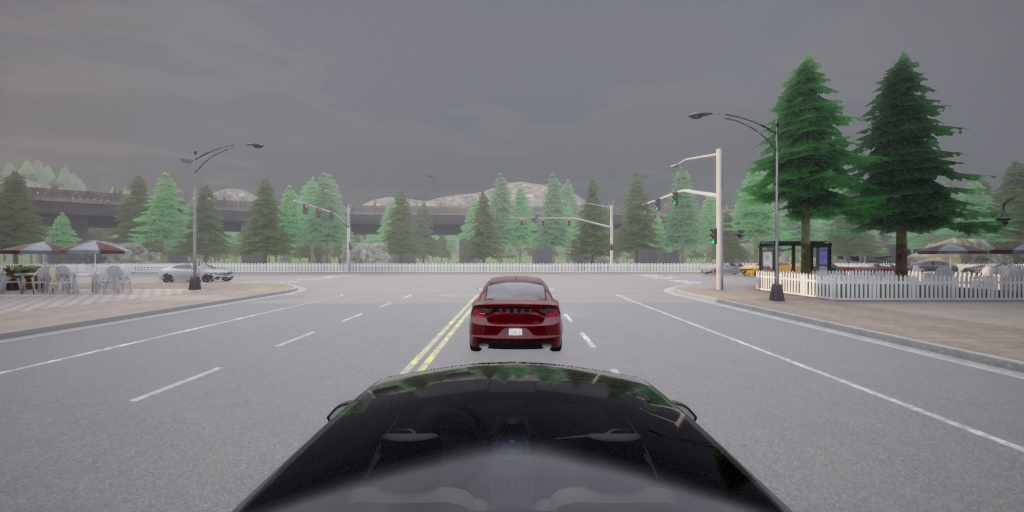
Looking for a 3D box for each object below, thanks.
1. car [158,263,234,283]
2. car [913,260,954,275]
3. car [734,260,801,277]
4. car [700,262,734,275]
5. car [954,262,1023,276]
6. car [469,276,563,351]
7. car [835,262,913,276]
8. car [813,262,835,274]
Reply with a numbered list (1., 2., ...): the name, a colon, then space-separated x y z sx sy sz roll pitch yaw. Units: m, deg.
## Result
1. car: -23.069 1.219 26.244 4.674 1.442 1.812 0 0 0
2. car: 40.969 1.197 35.696 4.892 1.490 1.837 0 0 10
3. car: 23.817 1.170 33.115 5.008 1.535 1.882 0 0 1
4. car: 21.881 1.293 36.646 4.718 1.301 1.895 0 0 1
5. car: 43.003 1.256 31.776 4.181 1.385 1.994 0 0 14
6. car: 0.103 1.227 8.989 1.882 1.535 5.008 0 0 1
7. car: 33.121 1.293 32.923 4.718 1.301 1.895 0 0 2
8. car: 31.050 1.293 36.498 4.718 1.301 1.895 0 0 2
